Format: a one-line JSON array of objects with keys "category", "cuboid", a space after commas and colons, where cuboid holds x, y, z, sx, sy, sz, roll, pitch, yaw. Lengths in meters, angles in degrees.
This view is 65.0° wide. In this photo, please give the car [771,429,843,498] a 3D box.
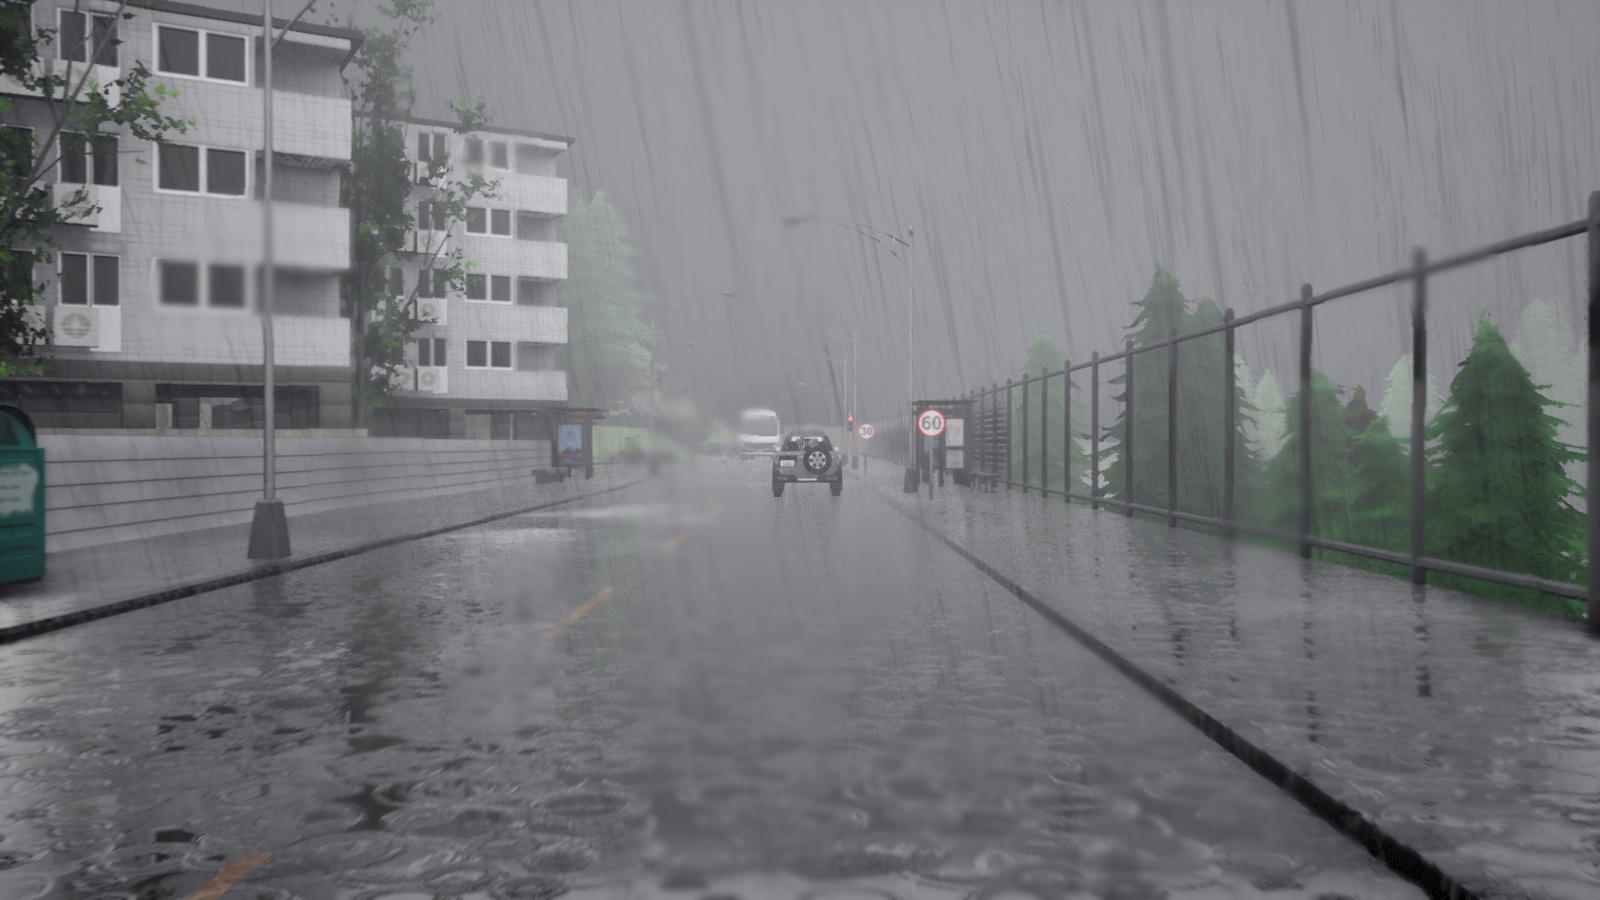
[{"category": "car", "cuboid": [0.208, 0.358, 36.030, 1.932, 1.855, 4.605, 0, 0, 0]}]
